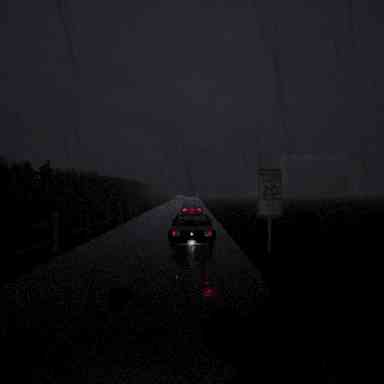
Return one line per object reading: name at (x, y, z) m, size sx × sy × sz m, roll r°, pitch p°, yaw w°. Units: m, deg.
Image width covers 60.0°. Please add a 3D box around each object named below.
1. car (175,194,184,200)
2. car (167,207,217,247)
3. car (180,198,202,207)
car at (-2.751, 1.108, 75.950) m, size 1.812 × 1.442 × 4.674 m, roll 0°, pitch 0°, yaw 0°
car at (0.000, 1.578, 14.678) m, size 1.895 × 1.301 × 4.718 m, roll 0°, pitch 0°, yaw 0°
car at (0.000, 1.482, 29.682) m, size 1.895 × 1.301 × 4.718 m, roll 0°, pitch 0°, yaw 0°
